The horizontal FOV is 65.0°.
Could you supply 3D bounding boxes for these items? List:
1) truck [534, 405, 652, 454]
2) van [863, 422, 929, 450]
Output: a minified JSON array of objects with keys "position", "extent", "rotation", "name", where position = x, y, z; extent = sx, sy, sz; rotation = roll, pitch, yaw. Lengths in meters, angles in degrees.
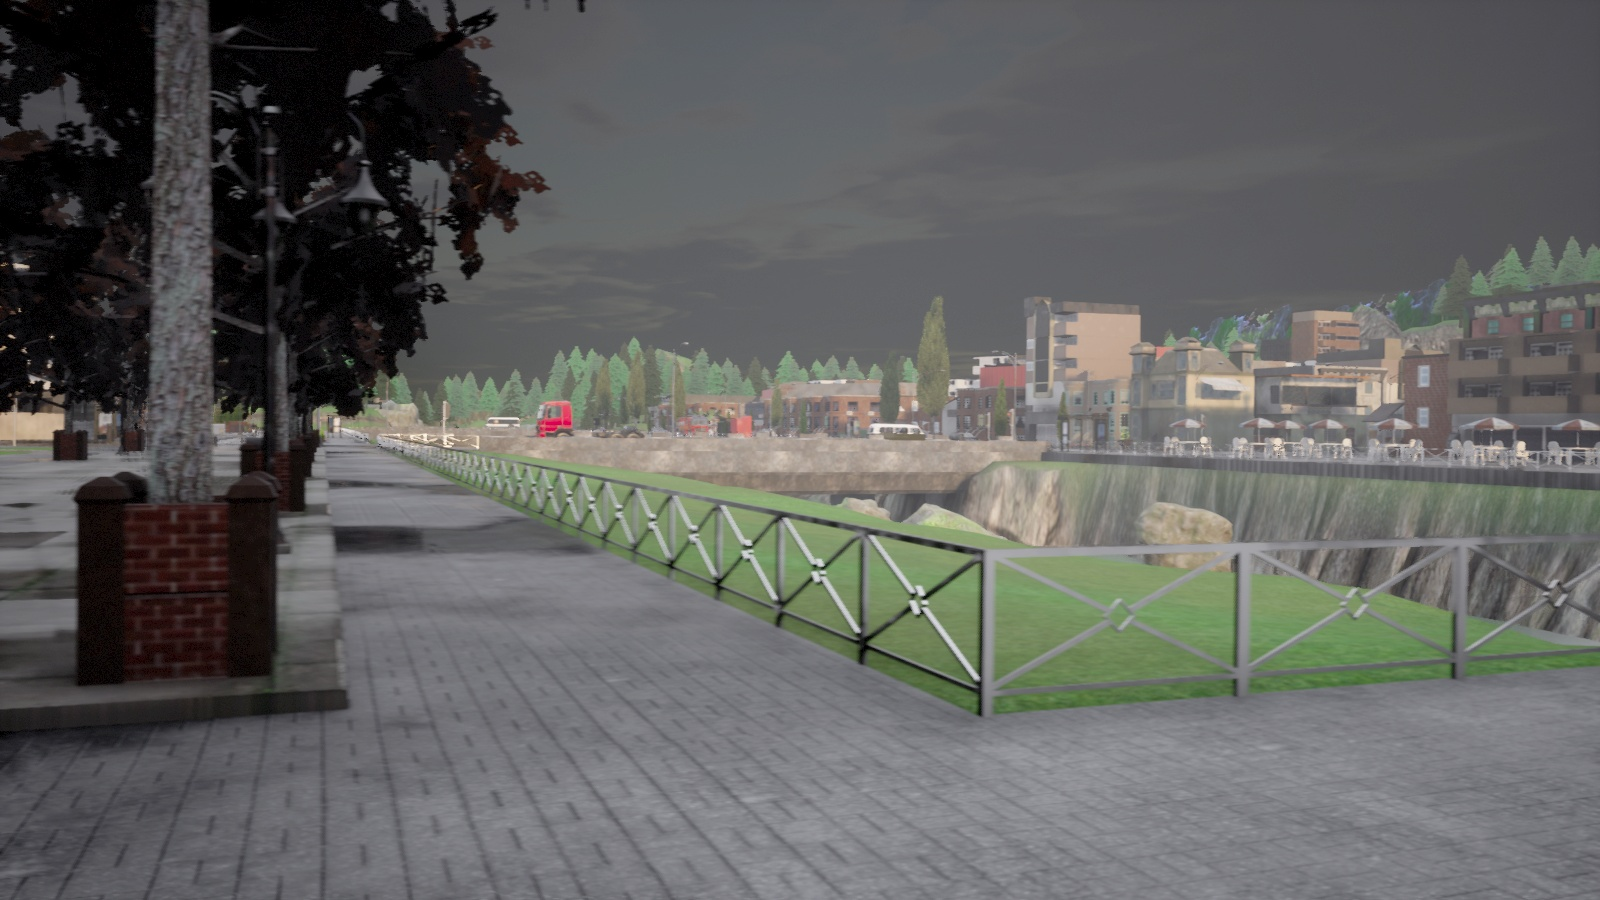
[{"position":[-14.905,-1.497,90.510],"extent":[7.936,3.462,2.891],"rotation":[-1,1,-19],"name":"truck"},{"position":[7.217,-1.099,94.746],"extent":[4.480,2.038,2.069],"rotation":[-1,1,-20],"name":"van"}]
